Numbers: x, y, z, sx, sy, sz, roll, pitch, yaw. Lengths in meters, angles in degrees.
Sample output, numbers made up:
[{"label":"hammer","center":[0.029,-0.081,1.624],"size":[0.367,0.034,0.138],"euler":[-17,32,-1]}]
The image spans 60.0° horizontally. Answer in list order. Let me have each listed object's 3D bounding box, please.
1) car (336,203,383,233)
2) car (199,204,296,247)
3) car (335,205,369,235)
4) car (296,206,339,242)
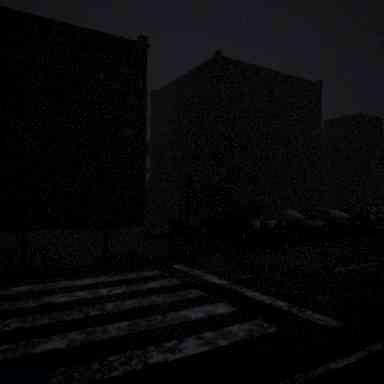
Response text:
[{"label":"car","center":[9.304,1.445,20.015],"size":[2.185,1.767,4.553],"euler":[0,0,-31]},{"label":"car","center":[2.241,1.393,15.701],"size":[2.185,1.767,4.553],"euler":[1,0,-31]},{"label":"car","center":[6.934,1.595,18.602],"size":[2.002,1.452,4.674],"euler":[0,0,-31]},{"label":"car","center":[4.579,1.539,17.172],"size":[2.097,1.535,5.008],"euler":[1,0,-31]}]
